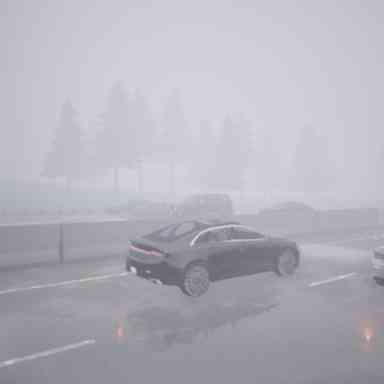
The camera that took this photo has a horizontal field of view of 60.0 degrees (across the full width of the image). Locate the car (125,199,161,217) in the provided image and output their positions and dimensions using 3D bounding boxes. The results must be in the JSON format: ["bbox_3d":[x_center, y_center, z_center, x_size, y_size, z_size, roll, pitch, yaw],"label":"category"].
[{"bbox_3d":[-2.949,1.478,27.459,4.181,1.385,1.994,0,0,-34],"label":"car"}]

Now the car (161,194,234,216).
[{"bbox_3d":[0.728,1.152,25.757,5.566,2.045,2.150,0,0,-34],"label":"car"}]

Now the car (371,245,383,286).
[{"bbox_3d":[6.108,1.523,7.996,4.674,1.442,1.812,0,0,-35],"label":"car"}]

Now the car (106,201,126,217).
[{"bbox_3d":[-5.240,1.377,30.138,5.008,1.535,1.882,0,0,-34],"label":"car"}]

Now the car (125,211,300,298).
[{"bbox_3d":[0.736,1.469,8.516,4.902,1.511,2.128,0,0,-35],"label":"car"}]

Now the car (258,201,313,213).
[{"bbox_3d":[7.303,1.430,25.916,5.008,1.535,1.882,0,0,-33],"label":"car"}]
